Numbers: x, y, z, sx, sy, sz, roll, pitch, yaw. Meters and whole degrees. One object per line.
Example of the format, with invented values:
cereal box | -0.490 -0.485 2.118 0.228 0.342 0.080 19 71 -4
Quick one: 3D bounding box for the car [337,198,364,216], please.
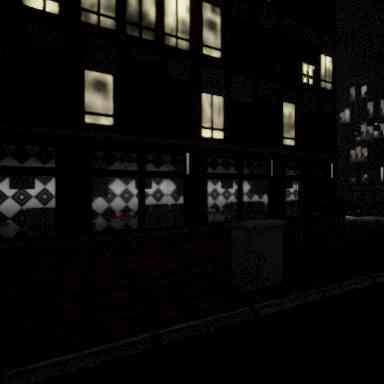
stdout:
car | 13.434 1.322 30.464 1.837 1.490 4.892 0 2 -16
